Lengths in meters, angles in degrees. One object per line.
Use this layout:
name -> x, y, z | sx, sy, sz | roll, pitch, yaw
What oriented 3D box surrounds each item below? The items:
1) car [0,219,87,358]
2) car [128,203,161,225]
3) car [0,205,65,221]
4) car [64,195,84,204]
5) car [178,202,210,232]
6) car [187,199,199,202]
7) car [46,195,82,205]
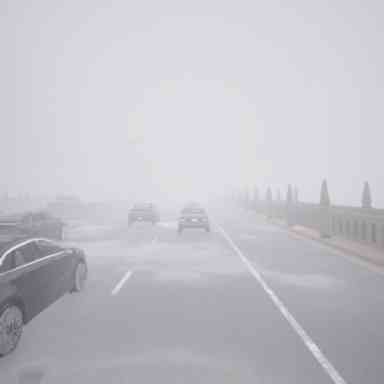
car -> -3.397, 1.498, 5.970 | 2.128, 1.511, 4.902 | 0, 0, 0
car -> -3.386, 1.531, 24.116 | 2.128, 1.511, 4.902 | 0, 0, 0
car -> -6.893, 1.523, 14.087 | 1.837, 1.490, 4.892 | 0, 0, 0
car -> -20.967, 1.352, 59.309 | 1.837, 1.490, 4.892 | 0, 0, 0
car -> 0.111, 1.579, 20.324 | 2.033, 1.411, 5.357 | 0, 0, 0
car -> 0.124, 1.612, 41.845 | 1.812, 1.442, 4.674 | 0, 0, 0
car -> -14.032, 1.297, 36.590 | 2.150, 2.045, 5.566 | 0, 0, 1
